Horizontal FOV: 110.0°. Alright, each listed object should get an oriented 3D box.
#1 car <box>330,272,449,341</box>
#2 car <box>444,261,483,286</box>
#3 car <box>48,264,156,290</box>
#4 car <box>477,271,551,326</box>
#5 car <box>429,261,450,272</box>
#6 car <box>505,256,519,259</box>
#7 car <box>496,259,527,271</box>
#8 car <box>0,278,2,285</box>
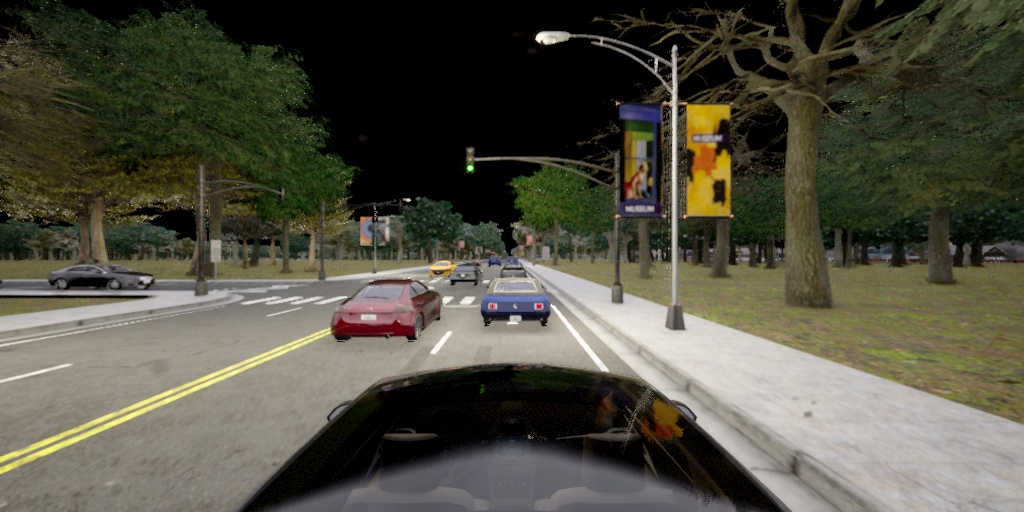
[{"bbox_3d":[-3.166,1.312,9.867,1.994,1.385,4.181,0,0,-1],"label":"car"},{"bbox_3d":[-3.149,1.293,25.462,2.033,1.411,5.357,0,0,0],"label":"car"},{"bbox_3d":[-23.384,1.212,20.572,4.902,1.511,2.128,0,0,0],"label":"car"},{"bbox_3d":[0.100,1.348,11.616,1.895,1.301,4.718,0,0,0],"label":"car"},{"bbox_3d":[-6.597,1.223,34.534,1.882,1.535,5.008,0,0,0],"label":"car"},{"bbox_3d":[0.006,0.987,64.699,2.150,2.045,5.566,0,0,0],"label":"car"},{"bbox_3d":[0.101,1.237,27.452,2.128,1.511,4.902,0,0,0],"label":"car"},{"bbox_3d":[-32.521,1.235,20.577,4.674,1.442,1.812,0,0,0],"label":"car"}]
